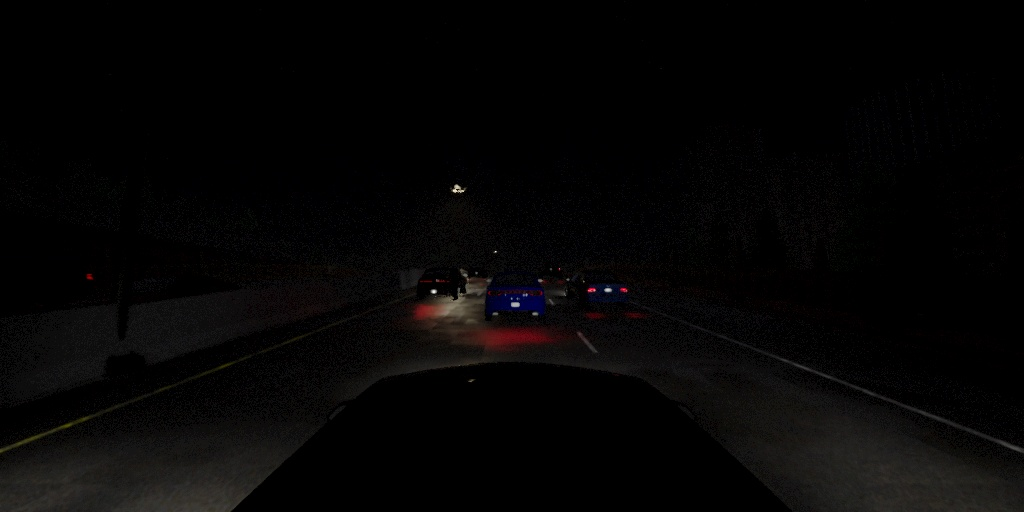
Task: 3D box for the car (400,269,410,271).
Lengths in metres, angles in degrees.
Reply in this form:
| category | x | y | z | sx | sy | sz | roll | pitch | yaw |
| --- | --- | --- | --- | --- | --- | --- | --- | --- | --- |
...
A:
| category | x | y | z | sx | sy | sz | roll | pitch | yaw |
| --- | --- | --- | --- | --- | --- | --- | --- | --- | --- |
| car | -14.077 | 2.543 | 51.628 | 1.882 | 1.535 | 5.008 | 0 | -6 | 0 |

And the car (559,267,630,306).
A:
| category | x | y | z | sx | sy | sz | roll | pitch | yaw |
| --- | --- | --- | --- | --- | --- | --- | --- | --- | --- |
| car | 3.598 | 1.333 | 15.930 | 2.033 | 1.411 | 5.357 | 0 | 0 | 0 |

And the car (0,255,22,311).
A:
| category | x | y | z | sx | sy | sz | roll | pitch | yaw |
| --- | --- | --- | --- | --- | --- | --- | --- | --- | --- |
| car | -14.100 | 0.983 | 6.703 | 2.150 | 2.045 | 5.566 | 0 | 0 | 0 |

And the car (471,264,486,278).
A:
| category | x | y | z | sx | sy | sz | roll | pitch | yaw |
| --- | --- | --- | --- | --- | --- | --- | --- | --- | --- |
| car | -3.417 | 1.562 | 36.769 | 1.812 | 1.442 | 4.674 | 0 | -2 | 0 |

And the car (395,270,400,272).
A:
| category | x | y | z | sx | sy | sz | roll | pitch | yaw |
| --- | --- | --- | --- | --- | --- | --- | --- | --- | --- |
| car | -17.564 | 2.923 | 56.489 | 2.097 | 1.767 | 4.553 | 0 | -6 | 0 |

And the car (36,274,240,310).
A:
| category | x | y | z | sx | sy | sz | roll | pitch | yaw |
| --- | --- | --- | --- | --- | --- | --- | --- | --- | --- |
| car | -10.601 | 1.299 | 11.055 | 1.812 | 1.442 | 4.674 | 0 | 0 | 0 |

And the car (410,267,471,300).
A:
| category | x | y | z | sx | sy | sz | roll | pitch | yaw |
| --- | --- | --- | --- | --- | --- | --- | --- | --- | --- |
| car | -3.402 | 1.296 | 18.037 | 1.837 | 1.490 | 4.892 | 0 | 0 | 0 |

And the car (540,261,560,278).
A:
| category | x | y | z | sx | sy | sz | roll | pitch | yaw |
| --- | --- | --- | --- | --- | --- | --- | --- | --- | --- |
| car | 3.596 | 1.327 | 35.152 | 2.097 | 1.767 | 4.553 | 0 | -2 | 0 |

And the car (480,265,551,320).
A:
| category | x | y | z | sx | sy | sz | roll | pitch | yaw |
| --- | --- | --- | --- | --- | --- | --- | --- | --- | --- |
| car | 0.099 | 1.256 | 12.824 | 1.882 | 1.535 | 5.008 | 0 | 0 | 0 |

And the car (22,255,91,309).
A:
| category | x | y | z | sx | sy | sz | roll | pitch | yaw |
| --- | --- | --- | --- | --- | --- | --- | --- | --- | --- |
| car | -17.602 | 0.996 | 11.803 | 2.150 | 2.045 | 5.566 | 0 | 0 | 0 |
